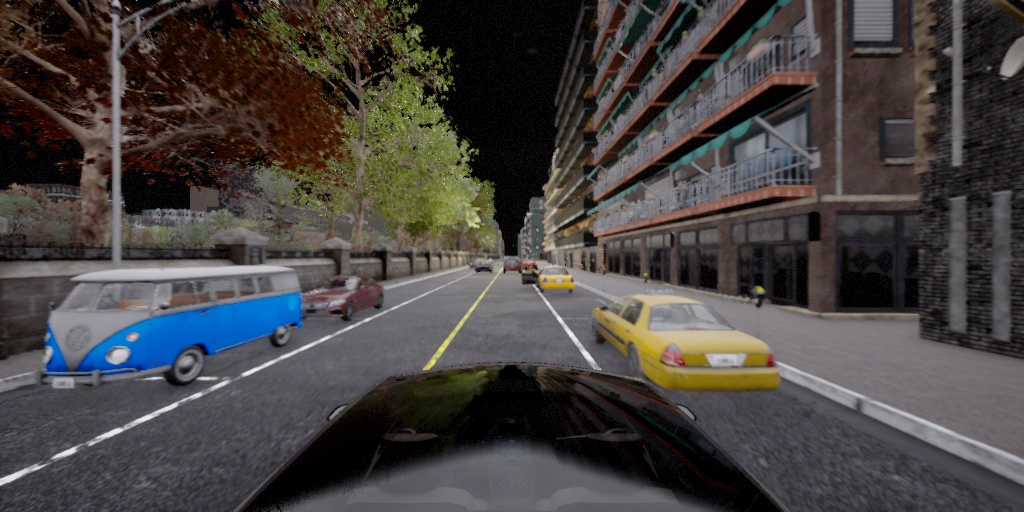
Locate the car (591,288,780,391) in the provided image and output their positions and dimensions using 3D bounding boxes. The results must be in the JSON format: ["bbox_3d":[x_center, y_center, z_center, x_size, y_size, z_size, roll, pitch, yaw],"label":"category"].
[{"bbox_3d":[2.691,1.273,6.822,1.751,1.417,4.829,0,0,0],"label":"car"}]

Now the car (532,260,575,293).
[{"bbox_3d":[2.349,1.201,20.494,1.801,1.575,5.366,0,0,0],"label":"car"}]

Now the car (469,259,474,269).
[{"bbox_3d":[-5.693,1.194,57.324,1.967,1.591,4.097,0,0,0],"label":"car"}]

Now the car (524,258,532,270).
[{"bbox_3d":[2.688,1.296,51.695,1.888,1.381,4.507,0,0,0],"label":"car"}]

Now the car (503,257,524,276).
[{"bbox_3d":[0.025,1.098,42.828,2.097,1.767,4.553,0,0,1],"label":"car"}]

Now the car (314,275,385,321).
[{"bbox_3d":[-5.690,1.328,12.282,1.802,1.307,4.207,0,0,0],"label":"car"}]

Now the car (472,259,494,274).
[{"bbox_3d":[-3.093,1.346,40.712,1.895,1.301,4.718,0,0,0],"label":"car"}]

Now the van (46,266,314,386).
[{"bbox_3d":[-5.689,1.088,6.651,1.690,1.789,3.998,0,0,0],"label":"van"}]
